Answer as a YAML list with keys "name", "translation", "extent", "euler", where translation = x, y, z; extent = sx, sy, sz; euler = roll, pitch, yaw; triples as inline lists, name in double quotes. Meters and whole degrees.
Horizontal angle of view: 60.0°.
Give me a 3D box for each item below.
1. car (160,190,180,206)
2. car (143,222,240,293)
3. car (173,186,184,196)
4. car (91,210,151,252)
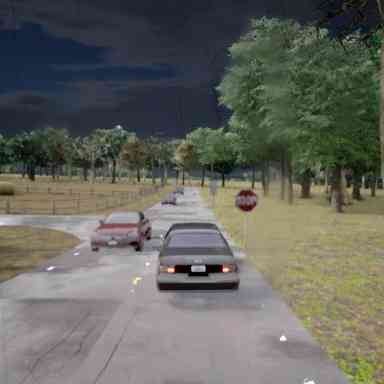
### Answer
- name: "car"
  translation: [-2.781, 0.939, 41.192]
  extent: [1.837, 1.490, 4.892]
  euler: [0, 2, 0]
- name: "car"
  translation: [0.055, 1.535, 8.994]
  extent: [2.033, 1.411, 5.357]
  euler: [0, 0, -2]
- name: "car"
  translation: [-2.804, -0.311, 70.119]
  extent: [2.150, 2.045, 5.566]
  euler: [0, 2, 0]
- name: "car"
  translation: [-2.758, 1.491, 13.872]
  extent: [1.812, 1.442, 4.674]
  euler: [0, 0, 0]
